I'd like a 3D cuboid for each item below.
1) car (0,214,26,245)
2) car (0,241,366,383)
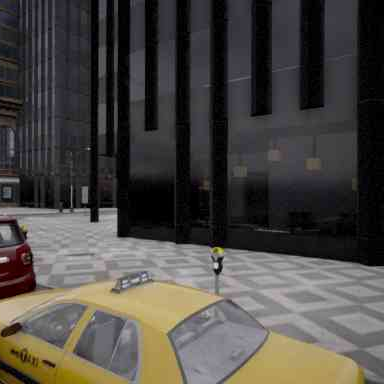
[{"bbox_3d":[-5.109,1.314,6.560,5.009,1.841,2.192,0,0,35],"label":"car"},{"bbox_3d":[-0.814,1.525,3.531,4.829,1.417,1.752,0,0,35],"label":"car"}]
